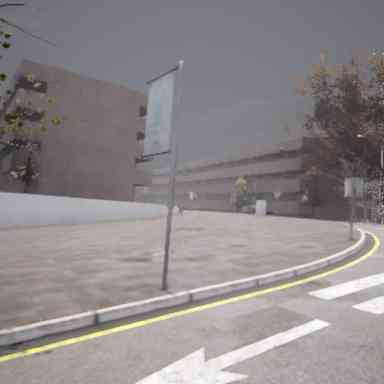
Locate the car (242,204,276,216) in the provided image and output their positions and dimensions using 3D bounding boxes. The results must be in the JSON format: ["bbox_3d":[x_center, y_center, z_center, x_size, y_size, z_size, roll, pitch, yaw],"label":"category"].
[{"bbox_3d":[8.350,2.303,42.024,2.033,1.411,5.357,6,-3,-23],"label":"car"}]

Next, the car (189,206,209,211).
[{"bbox_3d":[1.207,3.014,57.724,1.895,1.301,4.718,6,-6,-25],"label":"car"}]
